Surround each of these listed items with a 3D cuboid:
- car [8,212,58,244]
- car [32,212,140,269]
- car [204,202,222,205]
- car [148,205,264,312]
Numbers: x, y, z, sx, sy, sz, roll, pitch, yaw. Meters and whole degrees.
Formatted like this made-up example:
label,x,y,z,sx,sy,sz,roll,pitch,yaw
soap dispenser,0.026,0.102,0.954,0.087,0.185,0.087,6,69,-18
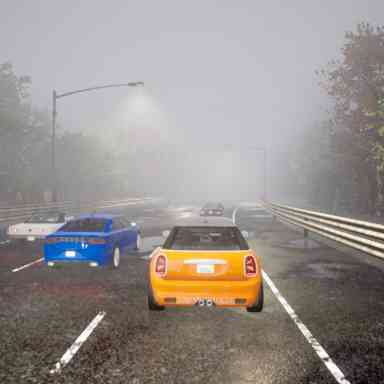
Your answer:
label,x,y,z,sx,sy,sz,roll,pitch,yaw
car,-6.306,1.581,15.550,1.895,1.301,4.718,0,0,4
car,-3.044,1.467,11.150,1.882,1.535,5.008,0,0,3
car,1.681,1.535,26.488,2.033,1.411,5.357,0,0,8
car,0.321,1.348,7.877,2.097,1.767,4.553,0,0,2
